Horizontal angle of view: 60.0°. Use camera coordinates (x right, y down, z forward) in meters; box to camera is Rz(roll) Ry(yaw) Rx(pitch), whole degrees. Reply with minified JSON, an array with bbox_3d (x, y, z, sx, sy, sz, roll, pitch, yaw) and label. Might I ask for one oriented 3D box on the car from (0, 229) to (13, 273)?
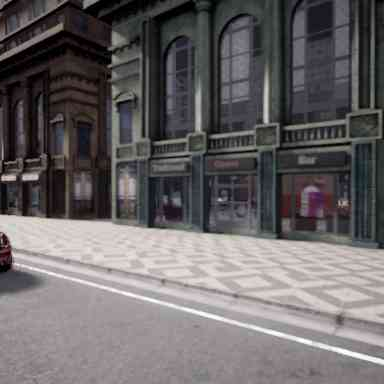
[{"bbox_3d":[-7.157,1.372,9.606,4.553,1.767,2.097,0,0,37],"label":"car"}]
